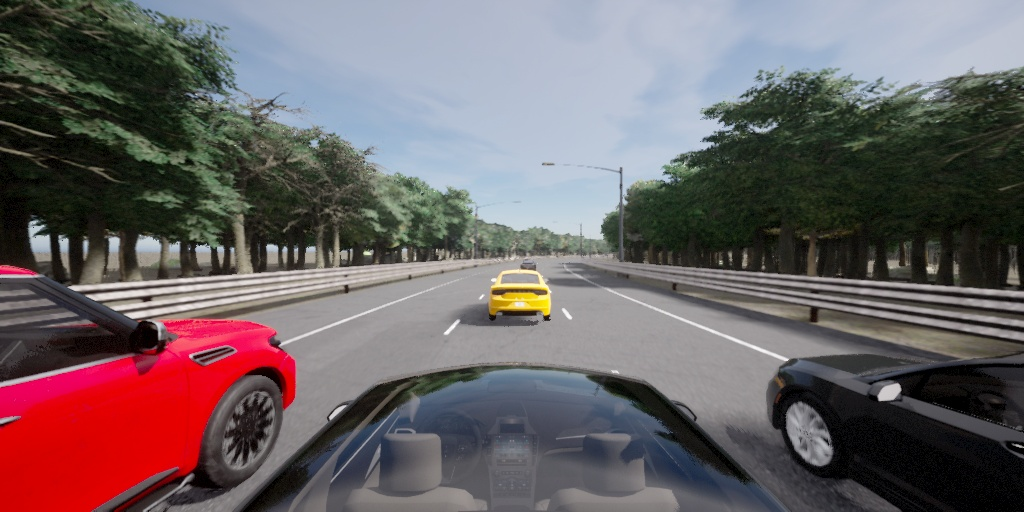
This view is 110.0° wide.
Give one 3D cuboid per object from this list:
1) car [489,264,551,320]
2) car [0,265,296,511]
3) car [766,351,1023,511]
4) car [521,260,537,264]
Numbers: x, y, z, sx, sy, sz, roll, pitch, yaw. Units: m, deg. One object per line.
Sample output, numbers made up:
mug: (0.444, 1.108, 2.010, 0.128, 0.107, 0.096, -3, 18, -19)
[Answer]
car: (0.276, 1.222, 12.672, 1.882, 1.535, 5.008, 0, 0, 1)
car: (-3.382, 0.969, 1.453, 2.150, 2.045, 5.566, 0, 0, 0)
car: (3.626, 1.258, 1.837, 1.837, 1.490, 4.892, 0, 0, 0)
car: (2.049, 1.190, 44.126, 2.128, 1.511, 4.902, 0, 0, 5)
